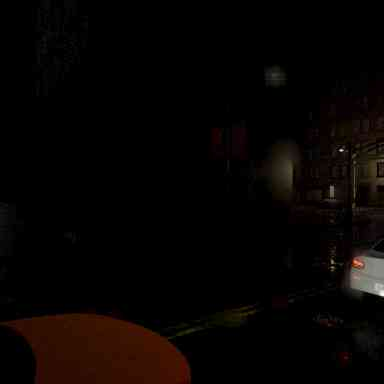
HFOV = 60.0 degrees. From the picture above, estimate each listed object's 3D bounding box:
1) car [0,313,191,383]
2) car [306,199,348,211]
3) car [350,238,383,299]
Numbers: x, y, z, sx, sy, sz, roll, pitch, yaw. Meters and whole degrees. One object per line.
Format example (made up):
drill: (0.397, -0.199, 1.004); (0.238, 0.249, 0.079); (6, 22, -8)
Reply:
car: (-2.264, 1.477, 1.828); (5.008, 1.535, 1.882); (0, 0, -35)
car: (16.457, 1.566, 40.753); (1.895, 1.301, 4.718); (1, 0, -36)
car: (5.238, 1.529, 7.173); (4.674, 1.442, 1.812); (0, 0, -35)
